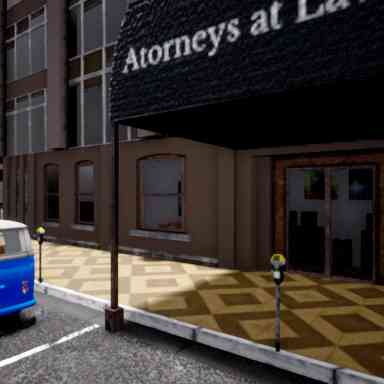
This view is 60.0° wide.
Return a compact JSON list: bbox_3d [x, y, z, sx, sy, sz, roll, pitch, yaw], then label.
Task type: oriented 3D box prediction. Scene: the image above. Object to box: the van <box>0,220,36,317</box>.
[{"bbox_3d":[-4.573,1.341,6.122,3.998,1.788,1.690,0,0,35],"label":"van"}]
